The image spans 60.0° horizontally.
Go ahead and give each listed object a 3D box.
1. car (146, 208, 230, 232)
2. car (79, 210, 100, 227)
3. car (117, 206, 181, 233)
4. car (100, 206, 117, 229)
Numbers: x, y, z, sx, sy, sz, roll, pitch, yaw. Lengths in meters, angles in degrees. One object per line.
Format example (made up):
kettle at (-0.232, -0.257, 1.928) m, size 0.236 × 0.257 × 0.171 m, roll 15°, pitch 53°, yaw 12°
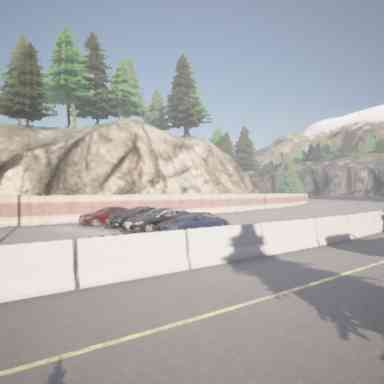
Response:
car at (0.088, 1.731, 17.268) m, size 4.181 × 1.385 × 1.994 m, roll 0°, pitch -1°, yaw -39°
car at (-6.283, 1.835, 25.596) m, size 4.674 × 1.442 × 1.812 m, roll 0°, pitch -1°, yaw -39°
car at (-1.710, 1.706, 20.294) m, size 4.902 × 1.511 × 2.128 m, roll 0°, pitch -1°, yaw -39°
car at (-3.587, 1.769, 23.266) m, size 4.892 × 1.490 × 1.837 m, roll 0°, pitch -1°, yaw -39°
